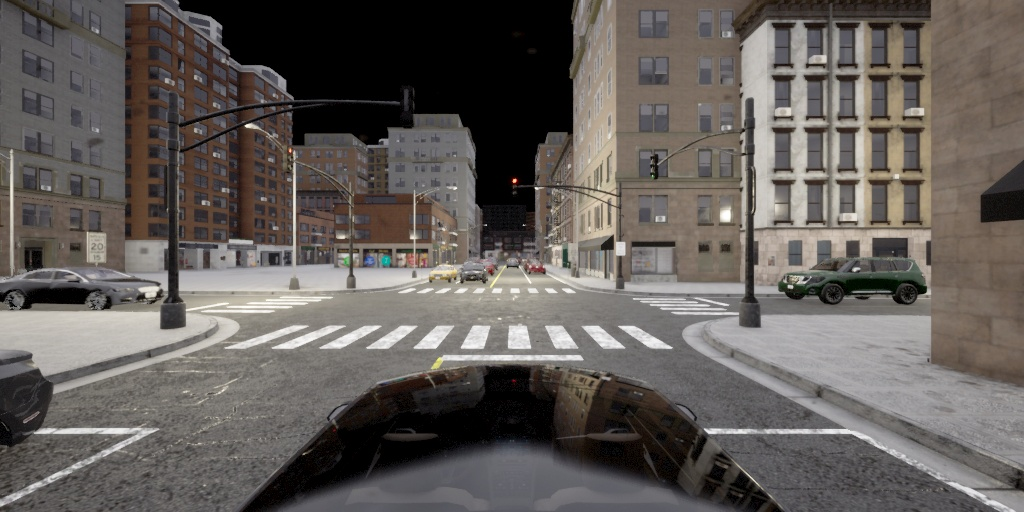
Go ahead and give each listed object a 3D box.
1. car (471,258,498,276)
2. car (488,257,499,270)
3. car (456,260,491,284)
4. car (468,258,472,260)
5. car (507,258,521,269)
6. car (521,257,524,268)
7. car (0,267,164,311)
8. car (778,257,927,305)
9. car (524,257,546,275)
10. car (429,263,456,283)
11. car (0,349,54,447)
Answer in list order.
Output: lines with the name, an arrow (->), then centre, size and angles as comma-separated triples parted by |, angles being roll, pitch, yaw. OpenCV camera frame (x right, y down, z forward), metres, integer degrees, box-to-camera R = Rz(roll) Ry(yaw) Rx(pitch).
car -> -2.834, 1.229, 37.547 | 1.882, 1.535, 5.008 | 0, 0, 0
car -> -2.811, 1.255, 48.971 | 1.837, 1.490, 4.892 | 0, 0, 0
car -> -2.815, 1.255, 27.230 | 1.837, 1.490, 4.892 | 0, 0, -1
car -> -5.366, 1.302, 45.485 | 2.007, 1.370, 4.403 | 0, 0, 0
car -> 0.121, 1.317, 58.549 | 1.994, 1.385, 4.181 | 0, 0, 1
car -> 2.659, 1.066, 45.480 | 2.192, 1.841, 5.009 | 0, 0, 0
car -> -15.834, 1.170, 13.314 | 4.902, 1.511, 2.128 | 0, 0, 1
car -> 15.351, 1.056, 16.302 | 5.566, 2.045, 2.150 | 0, 0, -2
car -> 2.656, 1.191, 39.818 | 1.967, 1.591, 4.097 | 0, 0, 0
car -> -5.375, 1.276, 28.329 | 1.751, 1.417, 4.829 | 0, 0, 0
car -> -5.388, 1.300, 1.653 | 2.007, 1.370, 4.403 | 0, 0, 0
